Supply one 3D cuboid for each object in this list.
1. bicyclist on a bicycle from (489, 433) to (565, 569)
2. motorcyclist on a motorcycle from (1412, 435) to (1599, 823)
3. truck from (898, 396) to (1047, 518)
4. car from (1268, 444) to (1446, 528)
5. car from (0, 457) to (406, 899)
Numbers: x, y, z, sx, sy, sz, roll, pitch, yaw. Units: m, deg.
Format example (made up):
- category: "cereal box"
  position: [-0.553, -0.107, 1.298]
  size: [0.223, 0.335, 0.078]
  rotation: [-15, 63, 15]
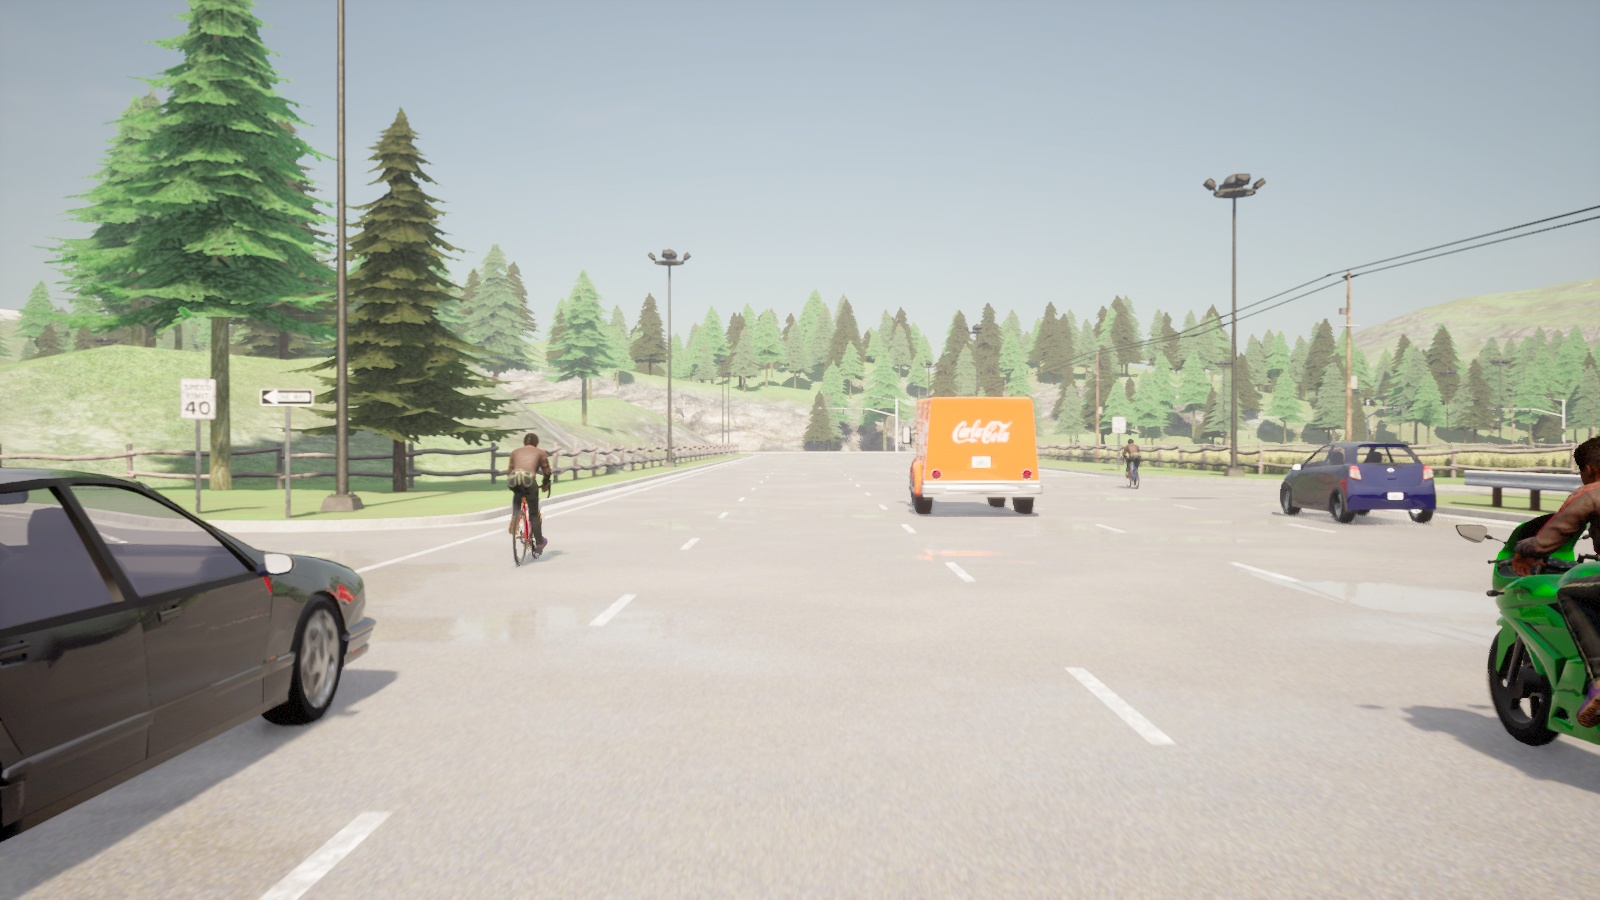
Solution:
- category: "bicyclist on a bicycle"
  position: [-3.396, 0.608, 15.743]
  size: [0.582, 1.620, 1.656]
  rotation: [0, 0, 0]
- category: "motorcyclist on a motorcycle"
  position: [3.546, 0.701, 5.436]
  size: [0.797, 1.523, 2.044]
  rotation: [0, 0, 0]
- category: "truck"
  position: [3.673, 0.110, 27.902]
  size: [2.627, 2.467, 5.204]
  rotation: [0, 1, 0]
- category: "car"
  position: [10.653, 0.633, 24.311]
  size: [1.845, 1.501, 3.633]
  rotation: [0, 0, 0]
- category: "car"
  position: [-3.456, 0.763, 5.058]
  size: [2.033, 1.411, 5.357]
  rotation: [0, 0, 0]
